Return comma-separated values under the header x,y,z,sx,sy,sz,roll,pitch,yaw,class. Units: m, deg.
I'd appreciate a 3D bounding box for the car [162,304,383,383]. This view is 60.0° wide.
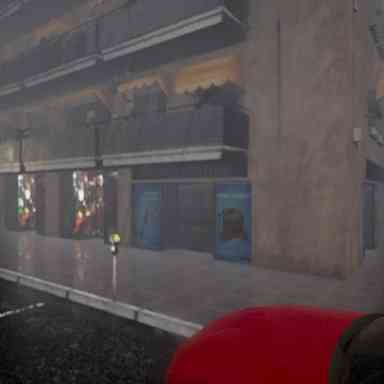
x,y,z,sx,sy,sz,roll,pitch,yaw,class
2.040,1.320,1.420,5.009,1.841,2.192,0,0,36,car
